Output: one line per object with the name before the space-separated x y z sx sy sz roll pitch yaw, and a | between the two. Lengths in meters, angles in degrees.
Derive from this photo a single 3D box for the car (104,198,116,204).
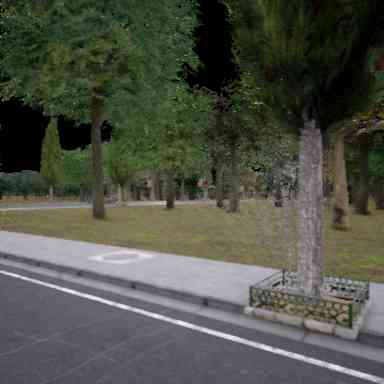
car | -18.122 1.867 70.134 1.994 1.385 4.181 0 0 35

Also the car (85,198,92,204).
car | -20.782 1.844 72.001 2.128 1.511 4.902 0 0 35
